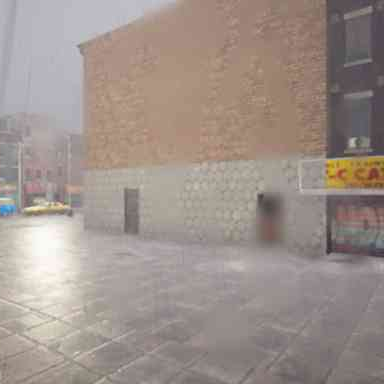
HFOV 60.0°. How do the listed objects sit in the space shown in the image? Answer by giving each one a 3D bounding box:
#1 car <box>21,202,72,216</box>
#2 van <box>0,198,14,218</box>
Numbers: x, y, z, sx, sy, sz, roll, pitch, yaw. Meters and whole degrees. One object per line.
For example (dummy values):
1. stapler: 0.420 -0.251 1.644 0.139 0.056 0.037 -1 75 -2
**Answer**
1. car: -14.565 1.614 33.447 1.752 1.417 4.829 0 0 35
2. van: -17.724 1.434 29.016 1.690 1.788 3.998 0 0 35
